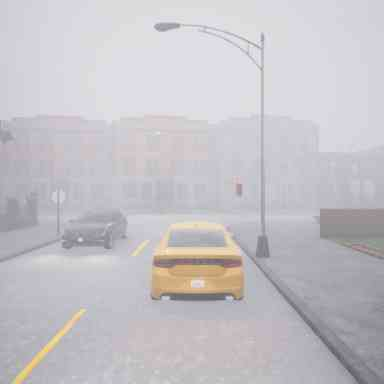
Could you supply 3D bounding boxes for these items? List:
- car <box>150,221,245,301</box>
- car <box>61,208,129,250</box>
[{"bbox_3d":[0.110,1.478,8.396,1.882,1.535,5.008,0,0,0],"label":"car"},{"bbox_3d":[-4.030,1.506,14.502,1.837,1.490,4.892,0,0,1],"label":"car"}]
